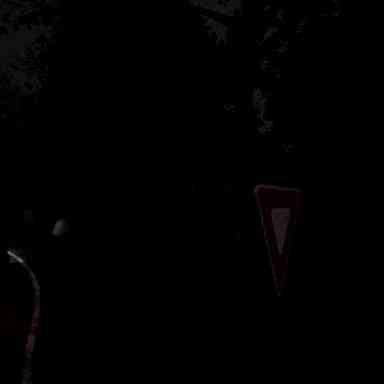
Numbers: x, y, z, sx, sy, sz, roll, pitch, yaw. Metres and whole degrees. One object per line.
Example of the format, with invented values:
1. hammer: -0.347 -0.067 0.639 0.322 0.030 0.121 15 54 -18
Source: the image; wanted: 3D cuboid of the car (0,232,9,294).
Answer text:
1. car: -6.198 1.548 9.007 2.097 1.767 4.553 2 -1 -31
